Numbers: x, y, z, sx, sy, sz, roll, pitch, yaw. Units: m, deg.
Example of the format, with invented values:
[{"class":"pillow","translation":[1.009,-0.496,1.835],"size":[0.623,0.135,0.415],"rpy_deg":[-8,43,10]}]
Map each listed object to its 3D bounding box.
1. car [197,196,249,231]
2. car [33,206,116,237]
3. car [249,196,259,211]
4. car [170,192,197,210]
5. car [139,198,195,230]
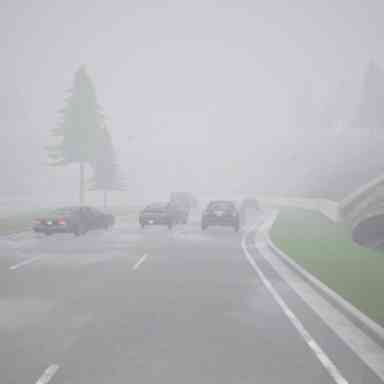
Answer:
[{"class":"car","translation":[2.005,1.218,19.940],"size":[2.097,1.767,4.553],"rpy_deg":[0,0,15]},{"class":"car","translation":[-5.901,1.430,17.421],"size":[2.033,1.411,5.357],"rpy_deg":[0,0,12]},{"class":"car","translation":[6.411,1.255,37.404],"size":[1.837,1.490,4.892],"rpy_deg":[1,0,5]},{"class":"car","translation":[-0.883,0.981,36.007],"size":[2.150,2.045,5.566],"rpy_deg":[0,0,13]},{"class":"car","translation":[-1.577,1.356,20.071],"size":[2.128,1.511,4.902],"rpy_deg":[0,0,14]}]
